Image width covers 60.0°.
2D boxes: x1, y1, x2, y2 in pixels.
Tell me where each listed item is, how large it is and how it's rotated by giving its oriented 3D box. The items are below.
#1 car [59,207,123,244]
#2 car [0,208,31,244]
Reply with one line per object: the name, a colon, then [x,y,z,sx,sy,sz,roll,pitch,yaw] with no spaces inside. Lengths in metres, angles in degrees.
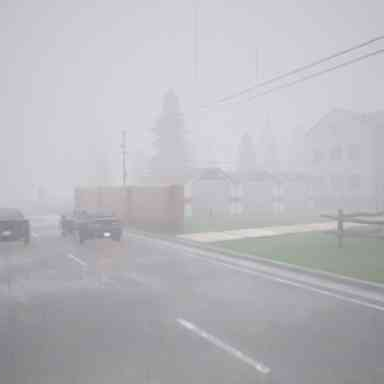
car: [-4.867,1.471,15.721,1.837,1.490,4.892,0,1,-34]
car: [-8.582,1.443,14.944,1.882,1.535,5.008,0,0,-34]
